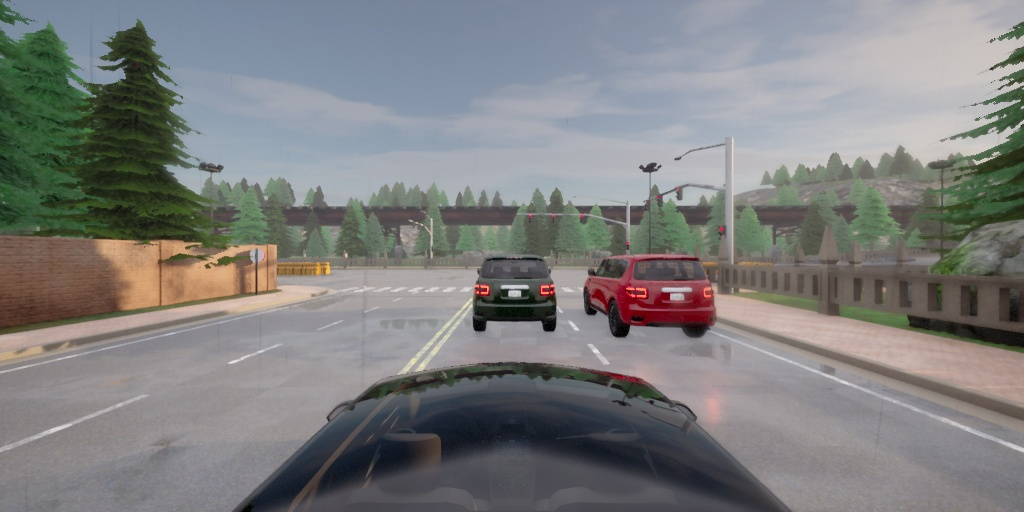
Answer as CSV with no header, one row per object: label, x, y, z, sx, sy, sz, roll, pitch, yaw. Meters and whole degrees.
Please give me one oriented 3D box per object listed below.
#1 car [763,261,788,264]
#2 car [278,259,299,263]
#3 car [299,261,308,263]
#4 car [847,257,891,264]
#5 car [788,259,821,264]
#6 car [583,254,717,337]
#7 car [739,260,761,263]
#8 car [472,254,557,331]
car,31.376,1.291,45.588,5.357,1.411,2.033,0,0,0
car,-30.608,1.221,45.905,5.008,1.535,1.882,0,0,0
car,-30.827,1.221,49.406,5.008,1.535,1.882,0,0,0
car,40.956,1.177,42.056,4.181,1.385,1.994,-2,0,0
car,39.645,1.137,49.051,4.902,1.511,2.128,-2,0,1
car,3.570,0.970,10.386,2.150,2.045,5.566,0,0,0
car,25.850,1.236,42.097,4.902,1.511,2.128,0,0,0
car,0.070,0.970,11.063,2.150,2.045,5.566,0,0,0
